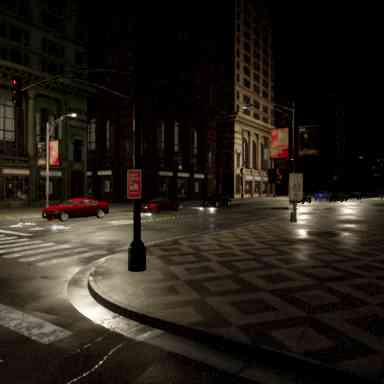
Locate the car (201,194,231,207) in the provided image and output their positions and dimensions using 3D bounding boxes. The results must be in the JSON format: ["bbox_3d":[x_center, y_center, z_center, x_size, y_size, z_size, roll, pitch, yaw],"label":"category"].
[{"bbox_3d":[3.020,1.009,40.268,1.837,1.490,4.892,0,1,35],"label":"car"}]

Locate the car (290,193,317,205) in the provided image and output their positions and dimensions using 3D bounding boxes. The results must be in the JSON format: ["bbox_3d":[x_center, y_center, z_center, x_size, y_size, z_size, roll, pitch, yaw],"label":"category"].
[{"bbox_3d":[14.931,0.890,45.493,2.128,1.511,4.902,0,1,35],"label":"car"}]

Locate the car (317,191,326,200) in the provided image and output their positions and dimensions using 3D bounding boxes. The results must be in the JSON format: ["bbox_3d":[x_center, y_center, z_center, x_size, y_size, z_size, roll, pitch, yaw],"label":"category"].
[{"bbox_3d":[22.030,0.595,55.492,2.097,1.767,4.553,0,1,36],"label":"car"}]

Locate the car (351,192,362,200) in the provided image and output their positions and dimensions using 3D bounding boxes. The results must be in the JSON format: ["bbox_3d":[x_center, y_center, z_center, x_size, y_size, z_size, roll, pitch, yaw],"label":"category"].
[{"bbox_3d":[29.524,0.678,60.429,1.812,1.442,4.674,0,1,35],"label":"car"}]

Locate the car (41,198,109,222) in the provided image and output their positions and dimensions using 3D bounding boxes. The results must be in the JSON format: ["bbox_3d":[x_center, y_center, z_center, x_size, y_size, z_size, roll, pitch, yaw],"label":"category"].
[{"bbox_3d":[-8.379,1.231,24.233,1.882,1.535,5.008,0,1,35],"label":"car"}]

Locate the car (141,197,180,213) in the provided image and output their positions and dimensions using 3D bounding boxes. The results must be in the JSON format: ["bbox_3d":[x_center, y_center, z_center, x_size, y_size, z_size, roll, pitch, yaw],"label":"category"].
[{"bbox_3d":[-3.014,1.199,31.783,1.994,1.385,4.181,0,1,36],"label":"car"}]

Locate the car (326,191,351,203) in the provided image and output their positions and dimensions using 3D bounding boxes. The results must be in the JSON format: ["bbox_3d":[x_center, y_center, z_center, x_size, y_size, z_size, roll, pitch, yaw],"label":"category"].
[{"bbox_3d":[21.881,0.847,49.663,1.812,1.442,4.674,0,1,35],"label":"car"}]
